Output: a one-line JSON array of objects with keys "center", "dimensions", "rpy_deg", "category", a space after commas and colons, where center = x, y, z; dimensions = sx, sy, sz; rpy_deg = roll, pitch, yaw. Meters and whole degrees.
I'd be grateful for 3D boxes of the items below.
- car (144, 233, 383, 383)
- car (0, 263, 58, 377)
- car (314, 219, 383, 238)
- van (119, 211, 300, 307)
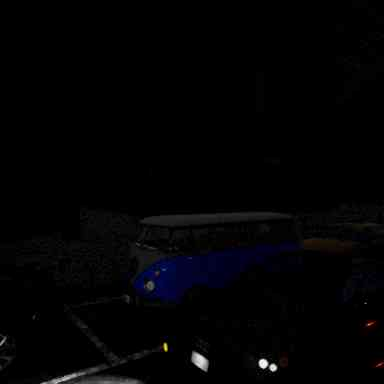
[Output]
[{"center": [1.703, 1.563, 4.595], "dimensions": [4.181, 1.385, 1.994], "rpy_deg": [0, 0, -35], "category": "car"}, {"center": [-3.870, 1.566, 3.891], "dimensions": [4.313, 1.339, 1.947], "rpy_deg": [0, 0, -36], "category": "car"}, {"center": [4.844, 1.524, 10.109], "dimensions": [4.829, 1.417, 1.752], "rpy_deg": [0, 0, -36], "category": "car"}, {"center": [0.556, 1.341, 7.049], "dimensions": [3.998, 1.788, 1.690], "rpy_deg": [0, 0, -36], "category": "van"}]
